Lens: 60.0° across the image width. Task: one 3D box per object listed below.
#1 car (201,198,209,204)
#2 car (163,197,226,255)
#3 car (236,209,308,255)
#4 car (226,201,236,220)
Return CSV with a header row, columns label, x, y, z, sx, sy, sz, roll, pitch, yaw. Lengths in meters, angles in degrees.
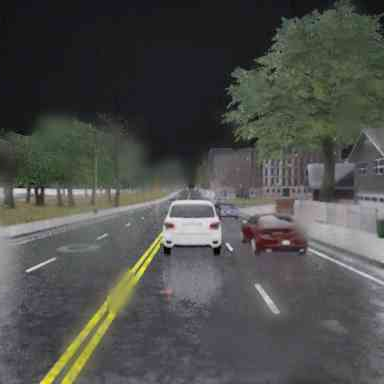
label,x,y,z,sx,sy,sz,roll,pitch,yaw
car,3.278,2.234,82.735,1.837,1.490,4.892,0,0,0
car,0.006,1.354,14.039,2.150,2.045,5.566,0,0,0
car,3.256,1.614,13.965,1.882,1.535,5.008,0,0,0
car,3.261,1.860,31.859,2.033,1.411,5.357,0,-1,0
